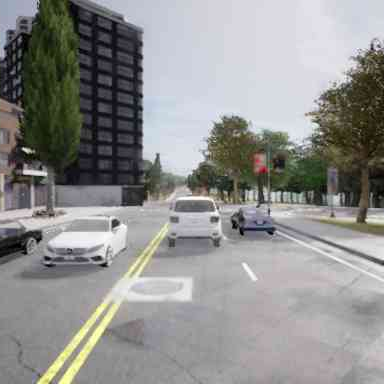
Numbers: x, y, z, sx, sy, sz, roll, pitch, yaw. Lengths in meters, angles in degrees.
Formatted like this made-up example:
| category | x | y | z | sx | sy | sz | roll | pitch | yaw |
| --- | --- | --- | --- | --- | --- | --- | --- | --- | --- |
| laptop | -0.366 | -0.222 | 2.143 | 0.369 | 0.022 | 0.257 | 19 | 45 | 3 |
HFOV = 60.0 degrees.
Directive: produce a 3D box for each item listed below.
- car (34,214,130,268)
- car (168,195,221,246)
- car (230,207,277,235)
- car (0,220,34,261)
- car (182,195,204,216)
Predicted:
| category | x | y | z | sx | sy | sz | roll | pitch | yaw |
| --- | --- | --- | --- | --- | --- | --- | --- | --- | --- |
| car | -3.337 | 1.534 | 11.382 | 1.812 | 1.442 | 4.674 | 0 | 0 | 0 |
| car | 0.100 | 1.237 | 15.406 | 2.150 | 2.045 | 5.566 | 0 | 0 | 0 |
| car | 3.350 | 1.574 | 18.983 | 2.033 | 1.411 | 5.357 | 0 | 0 | 0 |
| car | -6.601 | 1.608 | 10.488 | 1.895 | 1.301 | 4.718 | 0 | 0 | 0 |
| car | 0.099 | 1.321 | 34.610 | 2.150 | 2.045 | 5.566 | 0 | 0 | 0 |
